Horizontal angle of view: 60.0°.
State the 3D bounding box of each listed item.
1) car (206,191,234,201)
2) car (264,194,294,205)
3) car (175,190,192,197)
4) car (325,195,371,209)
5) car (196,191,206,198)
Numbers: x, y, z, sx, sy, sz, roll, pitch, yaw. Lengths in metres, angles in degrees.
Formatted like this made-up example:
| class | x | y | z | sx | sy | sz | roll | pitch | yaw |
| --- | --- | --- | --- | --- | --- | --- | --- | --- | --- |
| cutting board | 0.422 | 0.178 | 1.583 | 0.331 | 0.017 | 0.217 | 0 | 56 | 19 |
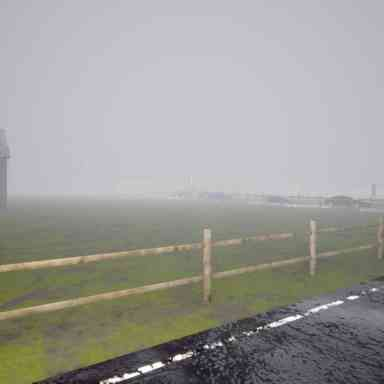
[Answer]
| class | x | y | z | sx | sy | sz | roll | pitch | yaw |
| --- | --- | --- | --- | --- | --- | --- | --- | --- | --- |
| car | 5.017 | 0.716 | 56.012 | 1.882 | 1.535 | 5.008 | 0 | 1 | -35 |
| car | 12.059 | 1.020 | 46.141 | 1.994 | 1.385 | 4.181 | 0 | 1 | -34 |
| car | -1.836 | 0.362 | 71.785 | 1.837 | 1.490 | 4.892 | 0 | 1 | -36 |
| car | 17.774 | 1.112 | 38.108 | 1.882 | 1.535 | 5.008 | 0 | 1 | -35 |
| car | 2.729 | 0.597 | 65.443 | 1.837 | 1.490 | 4.892 | 0 | 1 | -35 |
